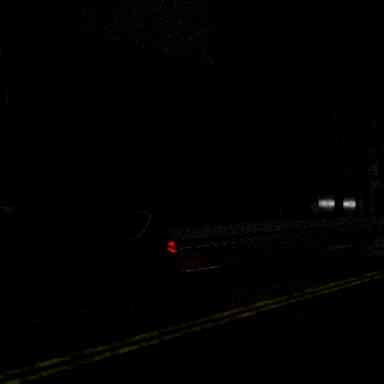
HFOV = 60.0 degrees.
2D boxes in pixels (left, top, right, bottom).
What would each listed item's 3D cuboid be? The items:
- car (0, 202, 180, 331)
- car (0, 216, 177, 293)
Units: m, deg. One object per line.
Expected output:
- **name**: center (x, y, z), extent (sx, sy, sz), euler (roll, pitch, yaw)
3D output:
- **car**: center (-2.847, 1.217, 5.620), extent (5.566, 2.045, 2.150), euler (0, 0, -35)
- **car**: center (-3.232, 1.542, 9.332), extent (5.357, 1.411, 2.033), euler (0, 0, -35)
